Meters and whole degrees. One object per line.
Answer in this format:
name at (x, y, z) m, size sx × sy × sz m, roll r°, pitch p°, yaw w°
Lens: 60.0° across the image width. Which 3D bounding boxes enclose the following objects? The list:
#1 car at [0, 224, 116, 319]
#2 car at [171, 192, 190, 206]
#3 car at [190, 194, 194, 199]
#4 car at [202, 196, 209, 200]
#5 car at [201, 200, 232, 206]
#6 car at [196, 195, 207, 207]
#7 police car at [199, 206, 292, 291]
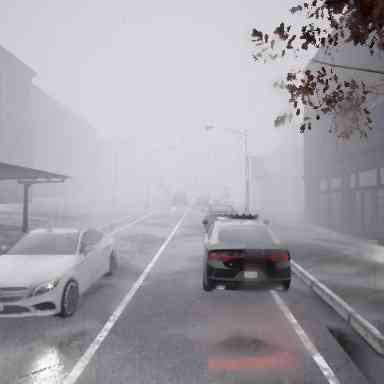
car at (-3.015, 1.519, 7.516) m, size 1.812 × 1.442 × 4.674 m, roll 0°, pitch 0°, yaw 2°
car at (-1.834, 1.000, 49.875) m, size 2.150 × 2.045 × 5.566 m, roll 0°, pitch 0°, yaw 2°
car at (-0.392, 1.260, 91.997) m, size 1.895 × 1.301 × 4.718 m, roll 0°, pitch 0°, yaw 2°
car at (1.826, 1.348, 25.193) m, size 1.801 × 1.575 × 5.366 m, roll 0°, pitch 0°, yaw 2°
car at (1.604, 1.437, 19.001) m, size 1.837 × 1.490 × 4.892 m, roll 0°, pitch 0°, yaw 2°
car at (1.569, 1.392, 45.902) m, size 1.895 × 1.301 × 4.718 m, roll 0°, pitch 0°, yaw 2°
police car at (1.245, 1.412, 9.108) m, size 1.930 × 1.638 × 5.238 m, roll 0°, pitch 0°, yaw 2°
